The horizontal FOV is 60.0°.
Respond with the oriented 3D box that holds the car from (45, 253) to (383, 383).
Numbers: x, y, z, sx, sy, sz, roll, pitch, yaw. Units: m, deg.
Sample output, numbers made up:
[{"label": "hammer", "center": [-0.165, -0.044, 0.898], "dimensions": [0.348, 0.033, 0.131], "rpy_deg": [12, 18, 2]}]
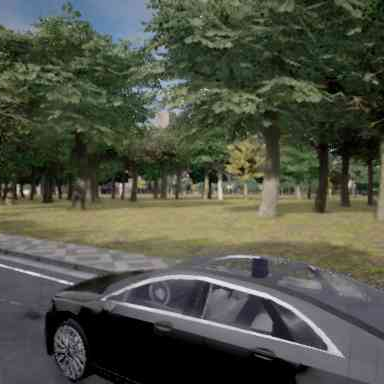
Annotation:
[{"label": "car", "center": [0.282, 1.489, 3.786], "dimensions": [4.902, 1.511, 2.128], "rpy_deg": [0, 0, 35]}]
